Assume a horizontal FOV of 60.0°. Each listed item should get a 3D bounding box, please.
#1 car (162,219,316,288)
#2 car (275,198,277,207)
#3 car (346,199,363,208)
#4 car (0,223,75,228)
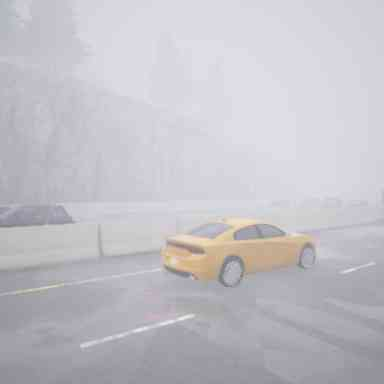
[{"bbox_3d":[1.528,1.494,9.441,5.008,1.535,1.882,0,0,-37],"label":"car"},{"bbox_3d":[13.386,1.562,50.093,1.882,1.535,5.008,0,0,40],"label":"car"},{"bbox_3d":[22.116,1.619,44.125,2.033,1.411,5.357,0,0,40],"label":"car"},{"bbox_3d":[-7.913,1.382,15.697,4.553,1.767,2.097,0,0,-37],"label":"car"}]
